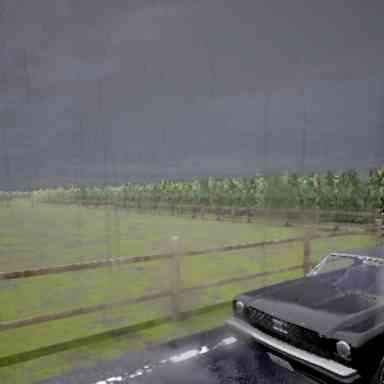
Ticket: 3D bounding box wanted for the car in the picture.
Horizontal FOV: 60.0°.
[{"bbox_3d":[2.793,1.615,5.067,4.718,1.301,1.895,0,0,-36],"label":"car"}]
